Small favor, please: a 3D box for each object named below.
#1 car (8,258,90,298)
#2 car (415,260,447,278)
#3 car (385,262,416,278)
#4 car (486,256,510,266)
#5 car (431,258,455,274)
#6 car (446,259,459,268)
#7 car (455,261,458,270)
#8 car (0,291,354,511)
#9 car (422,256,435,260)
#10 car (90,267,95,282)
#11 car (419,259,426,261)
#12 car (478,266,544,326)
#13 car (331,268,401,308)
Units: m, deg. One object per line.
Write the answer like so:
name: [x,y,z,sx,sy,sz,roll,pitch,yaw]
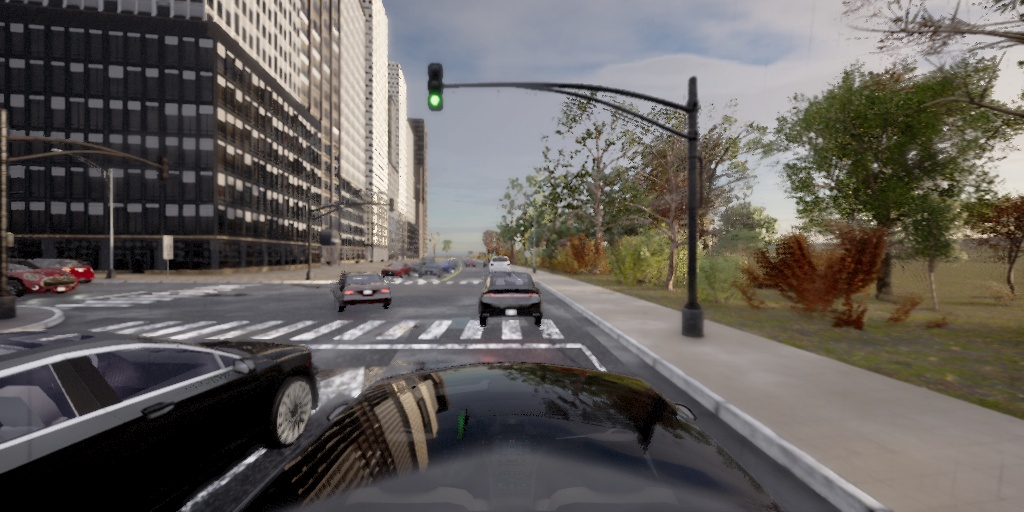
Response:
car: [-22.488,0.866,15.847,4.553,1.767,2.097,1,0,-8]
car: [-7.854,1.391,35.134,1.994,1.385,4.181,0,0,-5]
car: [-11.076,1.306,34.789,1.882,1.535,5.008,0,0,-3]
car: [-1.374,1.050,38.437,2.150,2.045,5.566,0,0,-4]
car: [-8.532,1.319,44.086,1.882,1.535,5.008,0,0,-5]
car: [-10.620,1.361,63.997,2.128,1.511,4.902,0,0,-7]
car: [-9.424,1.403,54.010,2.033,1.411,5.357,0,0,-6]
car: [-3.189,1.245,2.310,2.128,1.511,4.902,0,0,0]
car: [-12.711,1.079,54.176,2.150,2.045,5.566,0,0,-6]
car: [-27.590,0.873,21.034,4.097,1.591,1.967,0,0,-9]
car: [-11.761,1.407,43.753,1.994,1.385,4.181,0,0,-4]
car: [-0.072,1.267,11.823,2.128,1.511,4.902,0,0,-1]
car: [-6.310,1.333,14.857,2.033,1.411,5.357,0,0,-29]
